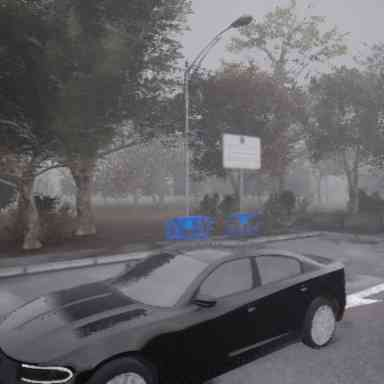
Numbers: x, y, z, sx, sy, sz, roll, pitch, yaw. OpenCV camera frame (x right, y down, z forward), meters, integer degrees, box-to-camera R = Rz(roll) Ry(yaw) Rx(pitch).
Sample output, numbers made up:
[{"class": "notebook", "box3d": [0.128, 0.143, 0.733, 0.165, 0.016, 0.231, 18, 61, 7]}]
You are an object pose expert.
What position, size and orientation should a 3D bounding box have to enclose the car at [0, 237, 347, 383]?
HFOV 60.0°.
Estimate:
[{"class": "car", "box3d": [0.147, 1.466, 4.643, 5.008, 1.535, 1.882, 0, 0, -35]}]
